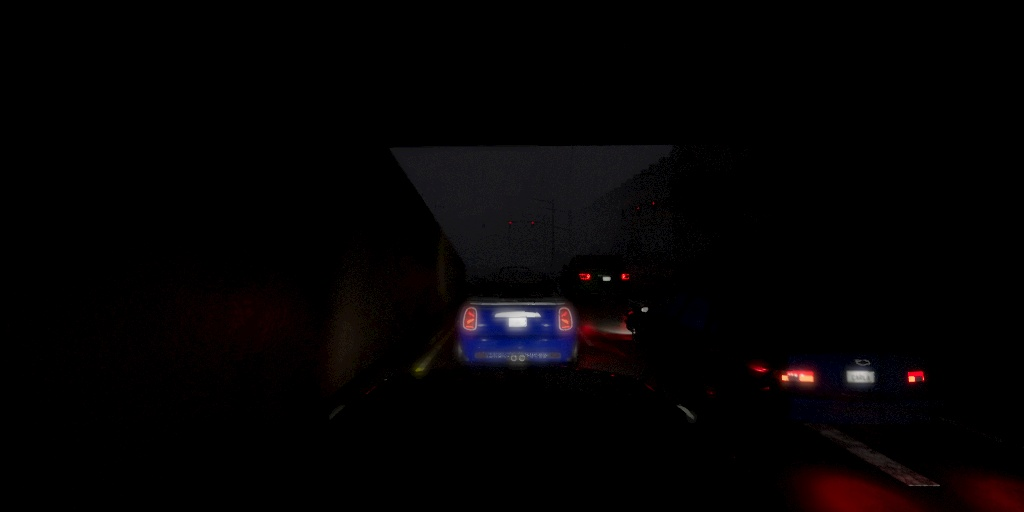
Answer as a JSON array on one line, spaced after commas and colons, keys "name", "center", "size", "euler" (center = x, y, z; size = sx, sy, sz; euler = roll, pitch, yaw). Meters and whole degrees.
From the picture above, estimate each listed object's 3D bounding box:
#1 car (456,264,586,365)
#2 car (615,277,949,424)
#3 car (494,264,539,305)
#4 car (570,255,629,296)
[{"name": "car", "center": [0.108, 1.102, 7.984], "size": [2.097, 1.767, 4.553], "euler": [0, 0, 0]}, {"name": "car", "center": [3.612, 1.297, 6.212], "size": [2.033, 1.411, 5.357], "euler": [0, 0, 0]}, {"name": "car", "center": [0.136, 1.228, 17.267], "size": [1.882, 1.535, 5.008], "euler": [0, 0, -1]}, {"name": "car", "center": [3.649, 0.971, 16.458], "size": [2.150, 2.045, 5.566], "euler": [0, 0, 0]}]
